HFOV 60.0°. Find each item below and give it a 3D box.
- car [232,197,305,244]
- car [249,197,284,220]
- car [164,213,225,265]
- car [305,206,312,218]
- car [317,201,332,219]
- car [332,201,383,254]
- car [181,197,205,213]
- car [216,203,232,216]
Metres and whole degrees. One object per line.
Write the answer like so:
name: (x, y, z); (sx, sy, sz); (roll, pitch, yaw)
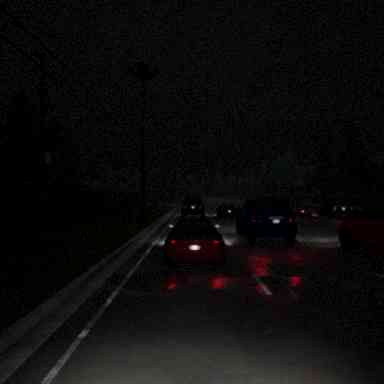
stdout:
car: (3.584, 1.367, 16.908); (2.150, 2.045, 5.566); (0, 0, 0)
car: (7.090, 1.499, 32.279); (2.150, 2.045, 5.566); (0, -1, 0)
car: (0.084, 1.669, 12.067); (1.994, 1.385, 4.181); (0, 0, 0)
car: (10.588, 1.855, 33.819); (1.994, 1.385, 4.181); (0, 0, 0)
car: (14.088, 1.636, 33.011); (2.097, 1.767, 4.553); (0, 0, 0)
car: (7.086, 1.321, 11.292); (2.150, 2.045, 5.566); (0, 0, 0)
car: (0.089, 1.498, 32.298); (2.150, 2.045, 5.566); (0, -1, 0)
car: (3.588, 1.855, 33.975); (1.994, 1.385, 4.181); (0, 0, 0)
